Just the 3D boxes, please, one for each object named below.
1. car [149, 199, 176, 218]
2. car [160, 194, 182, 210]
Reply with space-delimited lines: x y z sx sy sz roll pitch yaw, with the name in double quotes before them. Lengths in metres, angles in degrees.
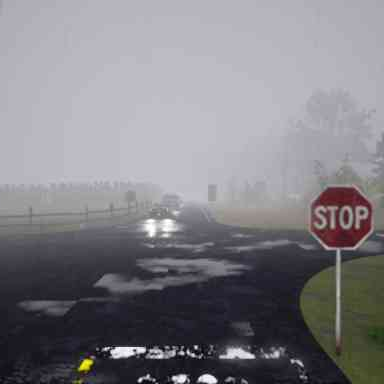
"car" -2.819 1.631 30.809 1.895 1.301 4.718 0 0 0
"car" -2.804 1.262 43.191 2.150 2.045 5.566 0 1 0
